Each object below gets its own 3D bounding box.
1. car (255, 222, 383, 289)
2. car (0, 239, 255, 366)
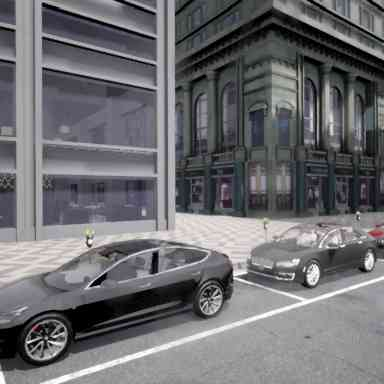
[{"bbox_3d":[3.403,1.551,9.101,4.403,1.369,2.008,0,0,-36],"label":"car"},{"bbox_3d":[-1.178,1.566,5.818,4.313,1.339,1.947,0,0,-36],"label":"car"}]
